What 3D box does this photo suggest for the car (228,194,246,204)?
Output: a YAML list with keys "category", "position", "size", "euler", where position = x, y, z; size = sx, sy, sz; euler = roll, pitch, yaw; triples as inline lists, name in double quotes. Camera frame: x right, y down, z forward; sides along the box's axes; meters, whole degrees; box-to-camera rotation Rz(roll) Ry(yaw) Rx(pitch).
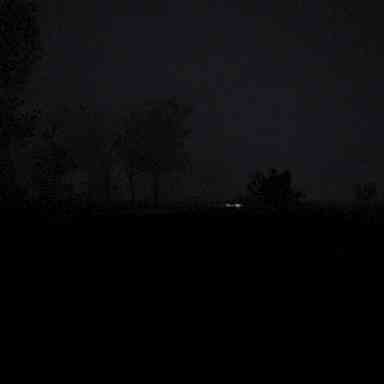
- category: "car"
  position: [7.406, 1.135, 52.263]
  size: [1.837, 1.490, 4.892]
  euler: [0, 0, 35]
